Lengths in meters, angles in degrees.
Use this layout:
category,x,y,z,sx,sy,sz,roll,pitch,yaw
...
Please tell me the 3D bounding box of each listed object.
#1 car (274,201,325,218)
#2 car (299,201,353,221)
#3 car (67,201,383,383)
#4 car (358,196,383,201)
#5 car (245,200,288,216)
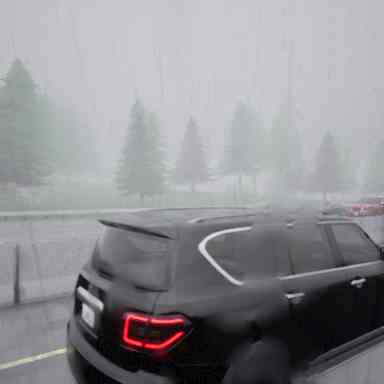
category,x,y,z,sx,sy,sz,roll,pitch,yaw
car,10.718,1.675,33.119,5.357,1.411,2.033,0,0,-35
car,12.013,1.615,29.738,4.902,1.511,2.128,0,0,-35
car,1.228,1.238,4.622,5.566,2.045,2.150,0,0,-35
car,15.093,1.351,27.639,5.566,2.045,2.150,0,0,-35
car,7.948,1.650,35.436,4.674,1.442,1.812,0,0,-35
